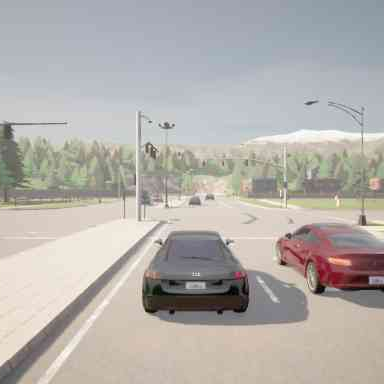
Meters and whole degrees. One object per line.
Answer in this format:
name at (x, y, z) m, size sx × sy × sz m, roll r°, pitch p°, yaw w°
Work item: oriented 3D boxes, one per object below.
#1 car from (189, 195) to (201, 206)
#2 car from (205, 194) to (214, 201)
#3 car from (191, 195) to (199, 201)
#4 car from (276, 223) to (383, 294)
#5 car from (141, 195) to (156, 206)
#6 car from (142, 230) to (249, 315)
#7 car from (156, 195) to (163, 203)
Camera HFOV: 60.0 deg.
car at (0.491, 1.563, 56.673) m, size 1.994 × 1.385 × 4.181 m, roll 0°, pitch 0°, yaw 1°
car at (4.335, 1.188, 82.024) m, size 2.097 × 1.767 × 4.553 m, roll 0°, pitch 0°, yaw 1°
car at (0.836, 1.428, 82.129) m, size 1.895 × 1.301 × 4.718 m, roll 0°, pitch 0°, yaw 1°
car at (3.554, 1.526, 8.673) m, size 1.812 × 1.442 × 4.674 m, roll 0°, pitch 0°, yaw 0°
car at (-7.625, 1.505, 54.683) m, size 1.837 × 1.490 × 4.892 m, roll 0°, pitch 0°, yaw 1°
car at (0.056, 1.564, 7.669) m, size 1.994 × 1.385 × 4.181 m, roll 0°, pitch 0°, yaw 0°
car at (-7.326, 1.352, 70.219) m, size 2.097 × 1.767 × 4.553 m, roll 0°, pitch 0°, yaw 1°
